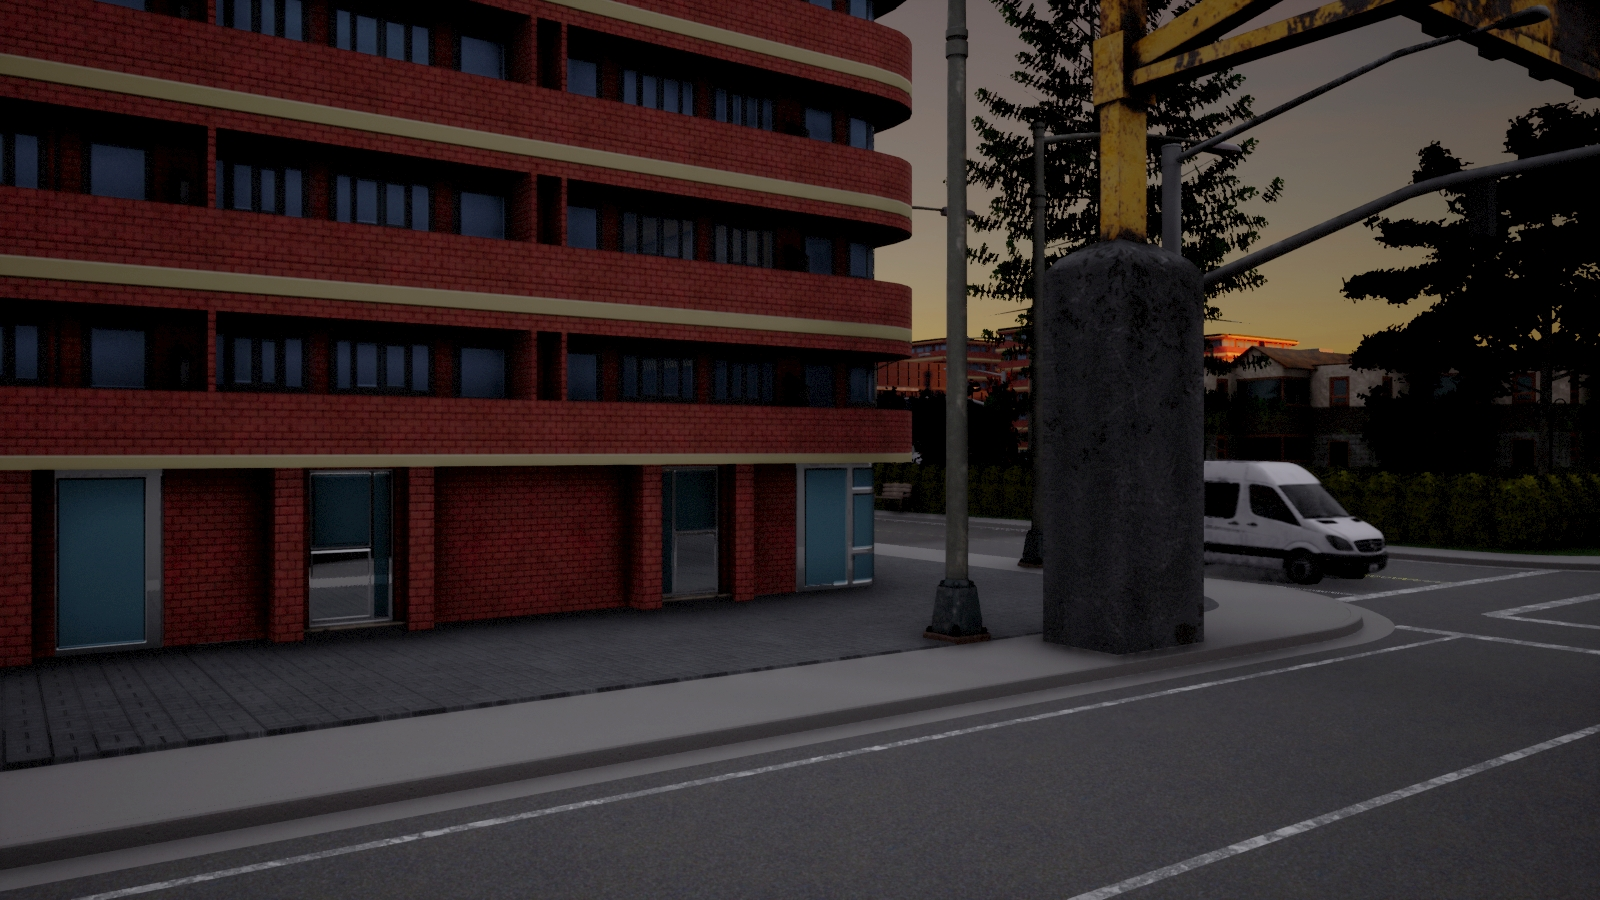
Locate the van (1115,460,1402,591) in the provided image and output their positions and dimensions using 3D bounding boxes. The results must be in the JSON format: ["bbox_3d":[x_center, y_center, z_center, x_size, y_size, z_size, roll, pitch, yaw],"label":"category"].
[{"bbox_3d":[10.091,1.524,25.741,1.988,2.561,5.915,0,0,-34],"label":"van"}]
